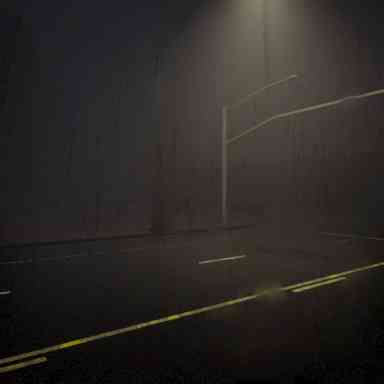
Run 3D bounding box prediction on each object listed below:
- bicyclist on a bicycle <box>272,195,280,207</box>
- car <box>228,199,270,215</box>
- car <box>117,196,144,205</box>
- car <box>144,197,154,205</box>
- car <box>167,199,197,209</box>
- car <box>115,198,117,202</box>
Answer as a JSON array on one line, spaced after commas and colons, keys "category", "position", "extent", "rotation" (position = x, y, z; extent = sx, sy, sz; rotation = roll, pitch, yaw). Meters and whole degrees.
[{"category": "bicyclist on a bicycle", "position": [11.500, 1.297, 45.517], "extent": [1.656, 1.620, 0.582], "rotation": [0, 0, -36]}, {"category": "car", "position": [5.856, 1.487, 34.519], "extent": [2.128, 1.511, 4.902], "rotation": [0, 0, -36]}, {"category": "car", "position": [-10.780, 1.473, 57.887], "extent": [1.882, 1.535, 5.008], "rotation": [0, 0, -35]}, {"category": "car", "position": [-8.606, 1.559, 61.046], "extent": [1.994, 1.385, 4.181], "rotation": [0, 0, -35]}, {"category": "car", "position": [-1.347, 1.597, 44.607], "extent": [1.895, 1.301, 4.718], "rotation": [0, 0, -36]}, {"category": "car", "position": [-14.417, 1.464, 69.097], "extent": [1.812, 1.442, 4.674], "rotation": [0, 0, -36]}]
